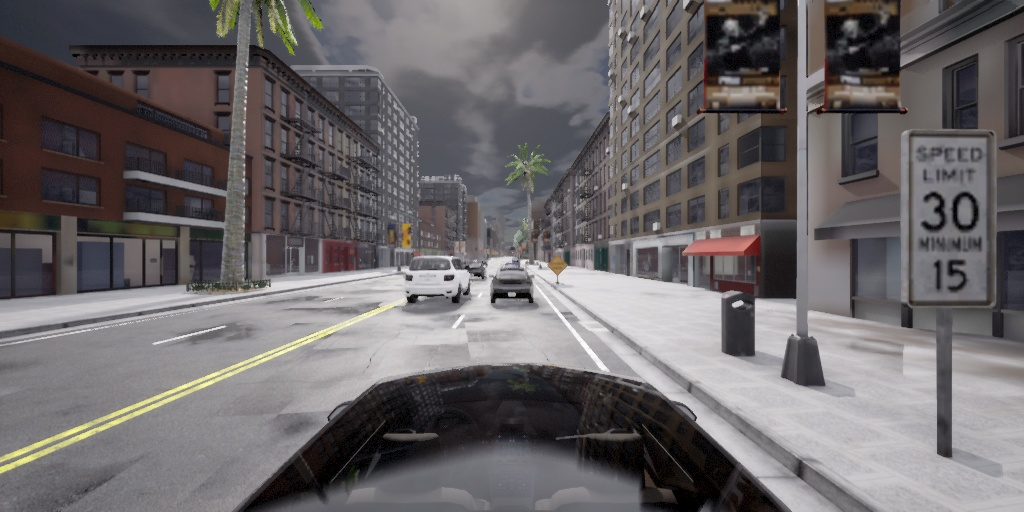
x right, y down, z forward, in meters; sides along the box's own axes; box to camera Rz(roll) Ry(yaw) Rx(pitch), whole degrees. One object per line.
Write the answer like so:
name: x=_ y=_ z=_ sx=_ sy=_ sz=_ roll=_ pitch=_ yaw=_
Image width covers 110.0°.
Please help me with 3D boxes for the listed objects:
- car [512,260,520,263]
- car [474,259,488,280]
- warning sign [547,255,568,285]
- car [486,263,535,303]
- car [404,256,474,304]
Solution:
car: x=0.000 y=1.299 z=31.501 sx=1.812 sy=1.442 sz=4.674 roll=0 pitch=0 yaw=0
car: x=-3.250 y=1.283 z=31.501 sx=1.837 sy=1.490 sz=4.892 roll=0 pitch=0 yaw=0
warning sign: x=2.850 y=0.867 z=22.459 sx=1.300 sy=1.860 sz=1.060 roll=0 pitch=0 yaw=0
car: x=0.000 y=1.267 z=16.500 sx=1.837 sy=1.490 sz=4.892 roll=0 pitch=0 yaw=0
car: x=-3.250 y=1.008 z=16.530 sx=2.150 sy=2.045 sz=5.566 roll=0 pitch=0 yaw=0
